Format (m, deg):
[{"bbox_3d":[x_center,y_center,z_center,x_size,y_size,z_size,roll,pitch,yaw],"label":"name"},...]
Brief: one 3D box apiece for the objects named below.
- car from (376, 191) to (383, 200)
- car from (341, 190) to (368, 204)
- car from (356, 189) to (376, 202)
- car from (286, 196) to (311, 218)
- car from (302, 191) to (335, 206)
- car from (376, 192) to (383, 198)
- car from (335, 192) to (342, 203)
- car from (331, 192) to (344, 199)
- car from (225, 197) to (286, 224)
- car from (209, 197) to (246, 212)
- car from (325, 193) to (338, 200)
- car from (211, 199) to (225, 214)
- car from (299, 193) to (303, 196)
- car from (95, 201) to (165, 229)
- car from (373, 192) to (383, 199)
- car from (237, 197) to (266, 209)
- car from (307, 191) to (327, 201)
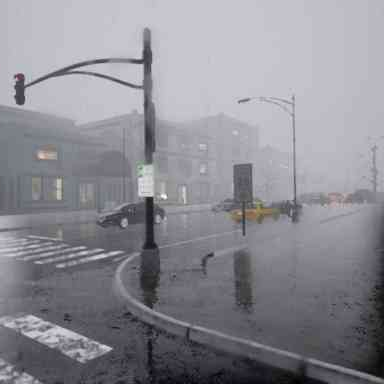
[{"bbox_3d":[33.502,0.567,62.027,2.192,1.841,5.009,-1,0,36],"label":"car"},{"bbox_3d":[22.790,0.922,46.534,1.837,1.490,4.892,-1,0,36],"label":"car"},{"bbox_3d":[26.888,0.574,52.244,2.150,2.045,5.566,-1,0,36],"label":"car"},{"bbox_3d":[7.470,1.214,26.231,2.008,1.369,4.403,-1,0,36],"label":"car"},{"bbox_3d":[16.523,1.023,43.179,2.128,1.511,4.902,-1,0,37],"label":"car"},{"bbox_3d":[43.093,0.650,75.200,1.887,1.381,4.507,-1,0,36],"label":"car"},{"bbox_3d":[21.862,0.799,50.610,2.097,1.767,4.553,-1,0,36],"label":"car"},{"bbox_3d":[33.238,0.739,75.907,1.967,1.590,4.097,-1,0,36],"label":"car"},{"bbox_3d":[4.316,1.239,21.894,1.752,1.417,4.829,-1,0,36],"label":"car"},{"bbox_3d":[3.850,1.285,35.498,1.752,1.417,4.829,-1,0,36],"label":"car"},{"bbox_3d":[29.985,0.930,71.433,1.802,1.307,4.206,-1,0,36],"label":"car"},{"bbox_3d":[3.722,1.275,30.907,1.812,1.442,4.674,-1,0,36],"label":"car"},{"bbox_3d":[16.498,0.897,48.336,2.097,1.767,4.553,-1,0,36],"label":"car"},{"bbox_3d":[-3.720,1.374,20.700,1.837,1.490,4.892,-1,0,36],"label":"car"},{"bbox_3d":[40.014,0.718,70.977,1.947,1.339,4.313,-1,0,36],"label":"car"},{"bbox_3d":[7.205,1.288,40.111,1.802,1.307,4.206,-1,0,36],"label":"car"},{"bbox_3d":[23.473,0.764,62.484,2.192,1.841,5.009,-1,0,36],"label":"car"}]
